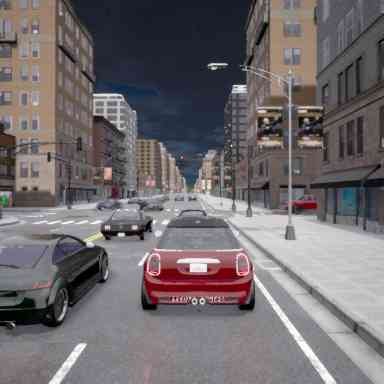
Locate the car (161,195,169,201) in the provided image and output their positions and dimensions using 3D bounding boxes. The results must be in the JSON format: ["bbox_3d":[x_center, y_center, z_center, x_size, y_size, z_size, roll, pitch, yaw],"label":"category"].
[{"bbox_3d":[-6.355,1.549,66.755,1.994,1.385,4.181,0,0,1],"label":"car"}]

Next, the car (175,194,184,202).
[{"bbox_3d":[-3.055,1.530,78.290,1.994,1.385,4.181,0,0,0],"label":"car"}]

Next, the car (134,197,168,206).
[{"bbox_3d":[-4.737,1.565,37.821,1.994,1.385,4.181,0,0,-25],"label":"car"}]

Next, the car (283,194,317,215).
[{"bbox_3d":[12.351,1.256,34.476,5.566,2.045,2.150,0,0,0],"label":"car"}]

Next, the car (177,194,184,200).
[{"bbox_3d":[-3.030,1.370,88.293,1.812,1.442,4.674,0,0,0],"label":"car"}]

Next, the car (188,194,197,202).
[{"bbox_3d":[0.195,1.333,78.252,2.097,1.767,4.553,0,0,0],"label":"car"}]

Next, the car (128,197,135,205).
[{"bbox_3d":[-9.697,1.553,56.335,1.994,1.385,4.181,0,0,0],"label":"car"}]

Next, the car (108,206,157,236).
[{"bbox_3d":[-3.109,1.600,16.899,1.895,1.301,4.718,0,0,0],"label":"car"}]

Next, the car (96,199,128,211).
[{"bbox_3d":[-10.109,1.546,41.348,2.033,1.411,5.357,0,0,7],"label":"car"}]

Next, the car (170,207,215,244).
[{"bbox_3d":[0.051,1.563,16.663,1.994,1.385,4.181,0,0,1],"label":"car"}]

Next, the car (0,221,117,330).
[{"bbox_3d":[-3.133,1.564,7.030,1.994,1.385,4.181,0,0,0],"label":"car"}]

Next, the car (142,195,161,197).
[{"bbox_3d":[-6.465,1.556,51.557,1.994,1.385,4.181,0,0,0],"label":"car"}]

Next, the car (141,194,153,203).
[{"bbox_3d":[-9.573,1.338,71.028,2.097,1.767,4.553,0,0,0],"label":"car"}]

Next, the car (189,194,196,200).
[{"bbox_3d":[0.220,1.370,88.285,1.812,1.442,4.674,0,0,0],"label":"car"}]

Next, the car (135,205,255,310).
[{"bbox_3d":[0.119,1.352,7.960,2.097,1.767,4.553,0,0,0],"label":"car"}]
